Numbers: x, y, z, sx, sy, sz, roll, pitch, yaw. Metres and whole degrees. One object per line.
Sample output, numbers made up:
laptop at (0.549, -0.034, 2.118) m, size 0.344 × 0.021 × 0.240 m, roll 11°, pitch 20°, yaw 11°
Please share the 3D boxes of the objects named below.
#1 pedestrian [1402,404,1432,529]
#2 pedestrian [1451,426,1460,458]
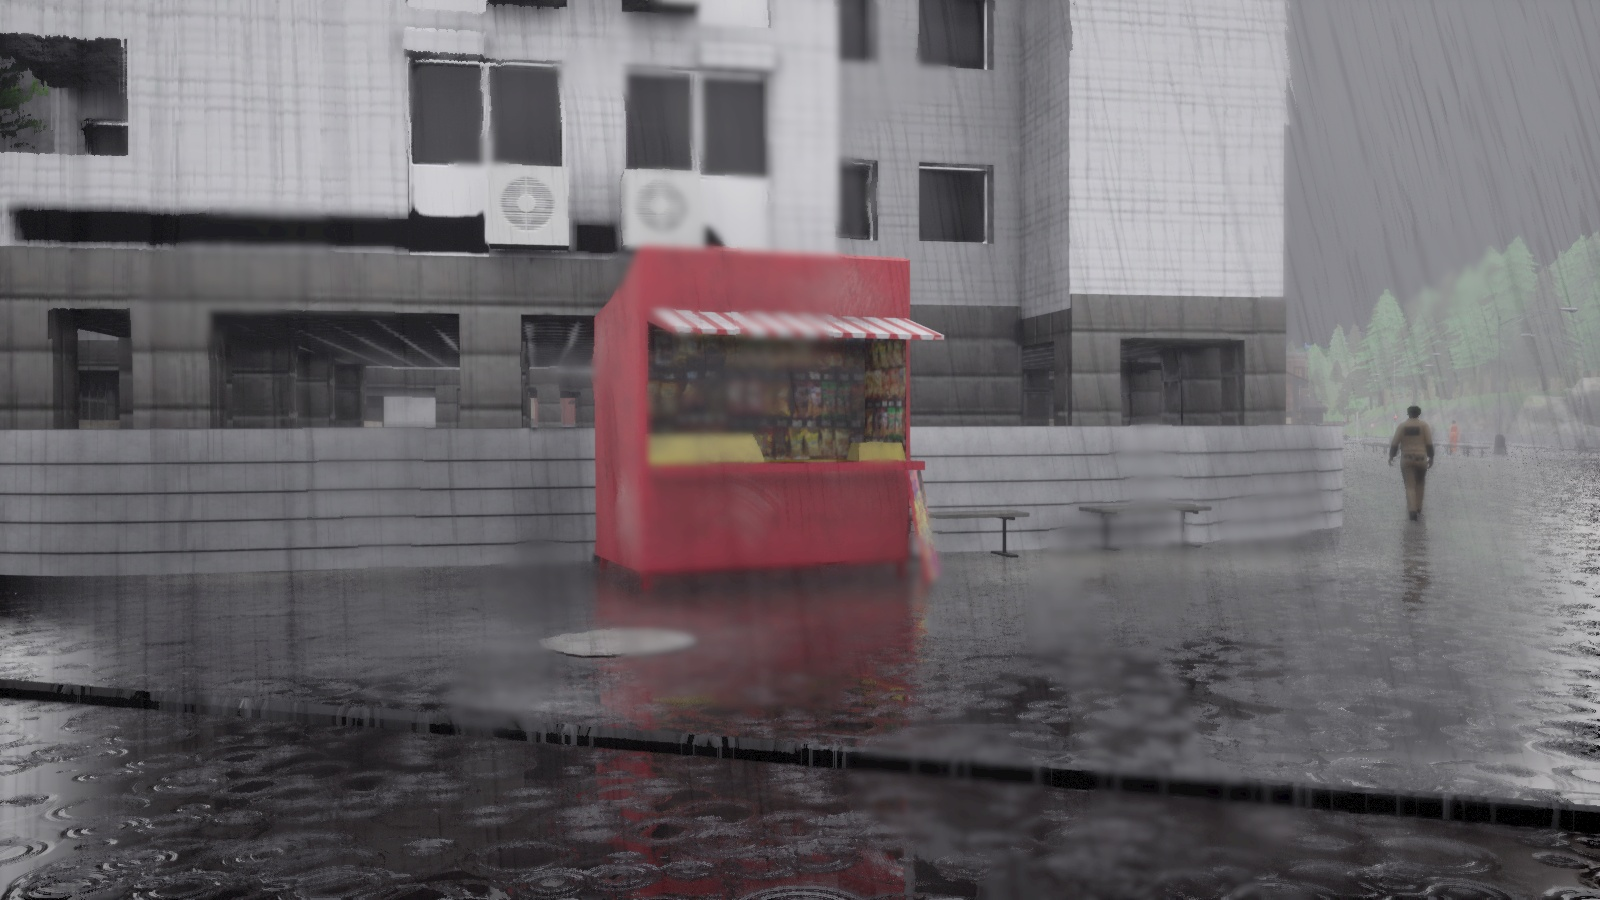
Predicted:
pedestrian at (9.729, 0.256, 19.802) m, size 0.396 × 1.930 × 0.692 m, roll 1°, pitch 1°, yaw 27°
pedestrian at (37.356, -0.469, 71.546) m, size 0.345 × 1.836 × 0.594 m, roll 1°, pitch 1°, yaw 20°
